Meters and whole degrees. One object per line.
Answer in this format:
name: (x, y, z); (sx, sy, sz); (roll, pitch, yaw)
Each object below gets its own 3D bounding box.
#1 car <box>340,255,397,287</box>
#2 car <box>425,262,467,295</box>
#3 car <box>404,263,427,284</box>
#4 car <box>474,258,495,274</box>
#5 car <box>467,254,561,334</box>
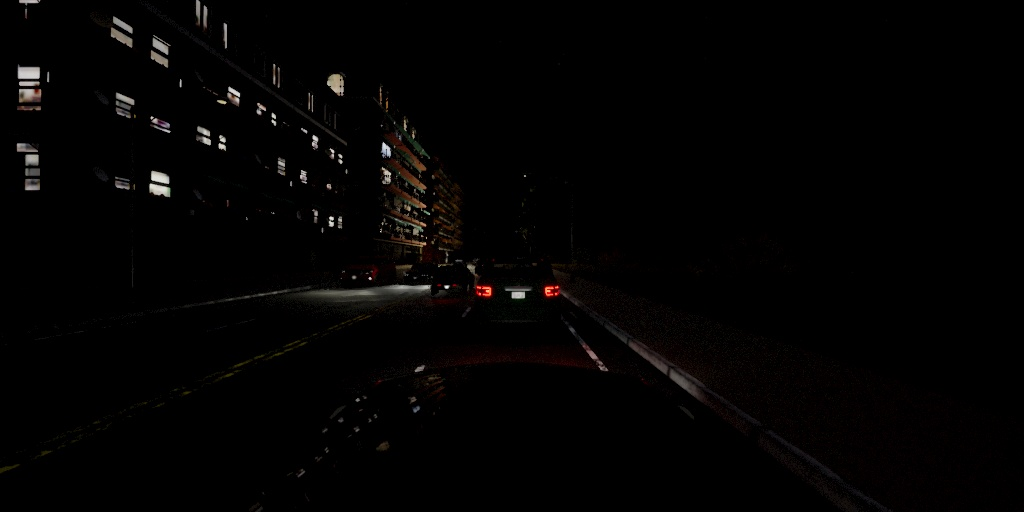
car: (-9.843, 0.975, 25.116); (2.150, 2.045, 5.566); (0, 0, 0)
car: (-3.147, 1.256, 19.754); (1.837, 1.490, 4.892); (0, -1, 0)
car: (-6.594, 1.258, 26.764); (1.837, 1.490, 4.892); (0, 0, 0)
car: (-3.136, 1.107, 42.251); (2.097, 1.767, 4.553); (0, 0, 0)
car: (0.104, 0.973, 10.742); (2.150, 2.045, 5.566); (0, 0, -1)
